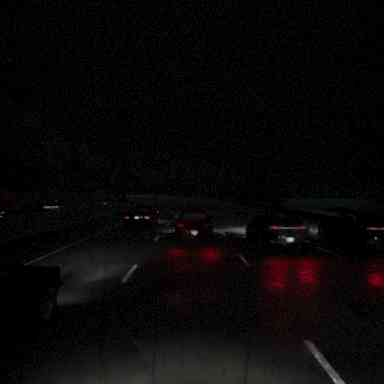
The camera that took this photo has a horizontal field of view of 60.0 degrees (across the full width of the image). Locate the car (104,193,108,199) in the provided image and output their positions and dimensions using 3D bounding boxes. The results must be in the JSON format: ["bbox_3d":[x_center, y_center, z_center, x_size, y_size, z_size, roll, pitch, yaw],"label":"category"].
[{"bbox_3d":[-20.644,1.171,84.308,2.150,2.045,5.566,0,0,1],"label":"car"}]

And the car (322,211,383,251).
[{"bbox_3d":[7.104,1.549,14.356,2.128,1.511,4.902,0,0,0],"label":"car"}]

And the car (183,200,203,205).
[{"bbox_3d":[0.110,1.615,34.885,1.882,1.535,5.008,0,0,0],"label":"car"}]

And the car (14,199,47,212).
[{"bbox_3d":[-21.067,1.674,43.605,1.837,1.490,4.892,0,0,0],"label":"car"}]

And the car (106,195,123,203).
[{"bbox_3d":[-13.998,1.770,61.966,1.812,1.442,4.674,0,0,0],"label":"car"}]

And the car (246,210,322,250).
[{"bbox_3d":[3.604,1.550,14.633,2.128,1.511,4.902,0,0,0],"label":"car"}]

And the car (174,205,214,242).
[{"bbox_3d":[0.104,1.592,16.671,1.812,1.442,4.674,0,0,0],"label":"car"}]

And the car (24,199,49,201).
[{"bbox_3d":[-17.578,1.704,35.670,1.994,1.385,4.181,0,0,0],"label":"car"}]

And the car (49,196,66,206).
[{"bbox_3d":[-24.503,1.588,59.940,2.097,1.767,4.553,0,0,0],"label":"car"}]

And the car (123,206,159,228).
[{"bbox_3d":[-3.393,1.638,22.885,2.033,1.411,5.357,0,0,0],"label":"car"}]

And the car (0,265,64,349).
[{"bbox_3d":[-3.398,1.618,4.310,1.895,1.301,4.718,0,0,0],"label":"car"}]

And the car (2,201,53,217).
[{"bbox_3d":[-14.090,1.712,28.438,1.895,1.301,4.718,0,0,0],"label":"car"}]

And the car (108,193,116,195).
[{"bbox_3d":[-17.318,1.603,77.029,2.097,1.767,4.553,0,0,1],"label":"car"}]
